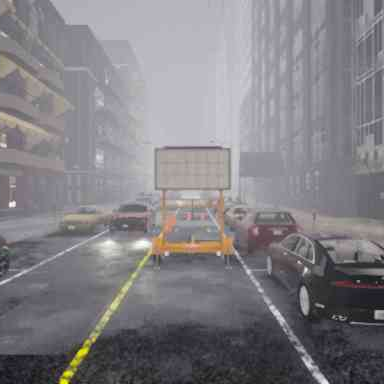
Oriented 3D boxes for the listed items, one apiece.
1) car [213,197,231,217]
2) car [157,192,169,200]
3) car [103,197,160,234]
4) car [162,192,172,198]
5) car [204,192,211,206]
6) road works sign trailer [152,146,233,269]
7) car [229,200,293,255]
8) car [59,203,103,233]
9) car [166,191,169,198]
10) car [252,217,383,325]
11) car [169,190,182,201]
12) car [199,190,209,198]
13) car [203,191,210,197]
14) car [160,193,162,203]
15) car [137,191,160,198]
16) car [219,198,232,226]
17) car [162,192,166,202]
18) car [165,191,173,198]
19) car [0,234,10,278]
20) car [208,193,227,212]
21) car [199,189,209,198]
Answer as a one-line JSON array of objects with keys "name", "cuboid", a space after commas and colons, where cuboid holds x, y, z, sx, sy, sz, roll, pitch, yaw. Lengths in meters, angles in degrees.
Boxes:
[{"name": "car", "cuboid": [2.752, 1.301, 23.822, 1.802, 1.307, 4.206, 1, 1, 0]}, {"name": "car", "cuboid": [-5.544, 0.800, 63.399, 1.947, 1.339, 4.313, 1, 1, 0]}, {"name": "car", "cuboid": [-3.063, 1.267, 17.854, 1.882, 1.535, 5.008, 0, 1, 0]}, {"name": "car", "cuboid": [-5.519, 0.638, 74.701, 1.887, 1.381, 4.507, 1, 1, 0]}, {"name": "car", "cuboid": [2.788, 1.078, 40.775, 1.947, 1.339, 4.313, 1, 1, 0]}, {"name": "road works sign trailer", "cuboid": [0.023, 0.339, 10.624, 2.380, 3.560, 2.880, 0, 1, 0]}, {"name": "car", "cuboid": [2.730, 1.292, 12.518, 1.967, 1.590, 4.097, 1, 1, 0]}, {"name": "car", "cuboid": [-5.640, 1.313, 18.020, 1.752, 1.417, 4.829, 1, 1, 0]}, {"name": "car", "cuboid": [-5.555, 0.849, 57.748, 1.887, 1.381, 4.507, 1, 1, 0]}, {"name": "car", "cuboid": [2.716, 1.469, 6.867, 2.008, 1.369, 4.403, 1, 1, 0]}, {"name": "car", "cuboid": [-2.937, 0.504, 59.452, 2.150, 2.045, 5.566, 0, 1, 1]}, {"name": "car", "cuboid": [2.852, 0.479, 69.027, 2.192, 1.841, 5.009, 1, 1, 0]}, {"name": "car", "cuboid": [2.801, 0.966, 46.596, 1.752, 1.417, 4.829, 1, 1, 0]}, {"name": "car", "cuboid": [-5.579, 0.971, 46.275, 1.752, 1.417, 4.829, 1, 1, 0]}, {"name": "car", "cuboid": [-5.588, 0.828, 40.792, 2.192, 1.841, 5.009, 1, 1, 0]}, {"name": "car", "cuboid": [2.741, 1.309, 18.340, 1.752, 1.417, 4.829, 1, 1, 0]}, {"name": "car", "cuboid": [-5.566, 0.814, 52.094, 1.967, 1.590, 4.097, 1, 1, 0]}, {"name": "car", "cuboid": [-5.507, 0.550, 80.180, 1.752, 1.417, 4.829, 1, 1, 0]}, {"name": "car", "cuboid": [-5.662, 1.358, 6.885, 1.967, 1.590, 4.097, 1, 1, 0]}, {"name": "car", "cuboid": [2.766, 1.091, 29.470, 1.967, 1.590, 4.097, 1, 1, 0]}, {"name": "car", "cuboid": [2.876, 0.337, 80.329, 2.192, 1.841, 5.009, 1, 1, 0]}]
